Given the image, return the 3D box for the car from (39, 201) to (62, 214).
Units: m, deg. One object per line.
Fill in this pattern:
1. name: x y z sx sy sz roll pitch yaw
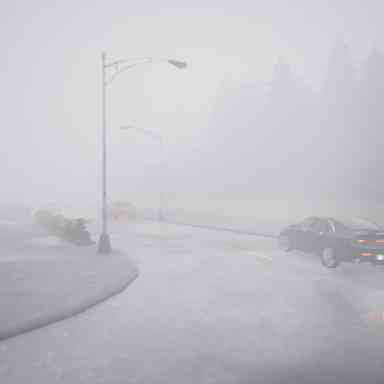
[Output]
1. car: -16.319 1.872 38.283 1.837 1.490 4.892 0 0 -32

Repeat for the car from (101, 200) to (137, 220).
1. car: -6.921 1.607 31.155 2.097 1.767 4.553 0 0 -32

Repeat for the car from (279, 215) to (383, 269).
1. car: 4.716 1.551 11.472 1.837 1.490 4.892 2 -1 -10
